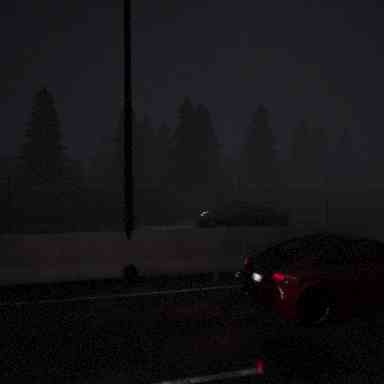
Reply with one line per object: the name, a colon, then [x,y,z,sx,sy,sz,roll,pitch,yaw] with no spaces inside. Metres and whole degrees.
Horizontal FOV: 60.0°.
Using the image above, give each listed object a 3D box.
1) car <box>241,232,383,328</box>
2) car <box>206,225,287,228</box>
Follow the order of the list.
car: [3.121,1.527,6.672,4.181,1.385,1.994,0,0,-16]
car: [2.706,1.412,17.685,5.008,1.535,1.882,0,0,-19]
